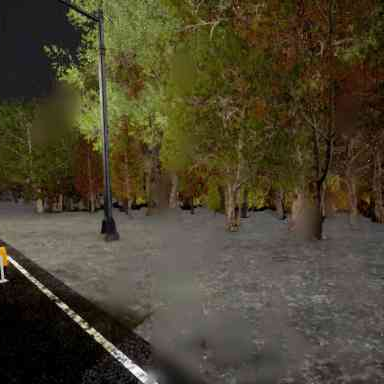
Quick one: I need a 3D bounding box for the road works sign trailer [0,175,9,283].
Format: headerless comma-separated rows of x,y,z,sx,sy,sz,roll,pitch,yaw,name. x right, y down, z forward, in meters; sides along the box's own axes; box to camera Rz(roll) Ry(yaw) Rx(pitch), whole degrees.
-6.462,0.537,8.875,2.380,3.560,2.880,-3,2,-38,road works sign trailer
